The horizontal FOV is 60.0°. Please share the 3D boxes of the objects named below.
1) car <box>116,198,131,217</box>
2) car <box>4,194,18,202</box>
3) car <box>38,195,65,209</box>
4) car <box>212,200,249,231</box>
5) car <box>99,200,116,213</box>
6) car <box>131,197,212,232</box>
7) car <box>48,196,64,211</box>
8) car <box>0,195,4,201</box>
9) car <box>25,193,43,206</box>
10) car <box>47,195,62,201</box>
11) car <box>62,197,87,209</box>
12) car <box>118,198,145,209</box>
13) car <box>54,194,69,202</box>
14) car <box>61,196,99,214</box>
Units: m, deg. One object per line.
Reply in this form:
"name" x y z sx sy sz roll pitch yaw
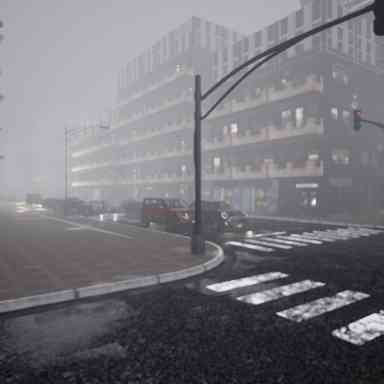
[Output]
"car" -4.189 1.452 28.105 2.033 1.411 5.357 0 0 -36
"car" -37.915 1.398 70.279 1.802 1.307 4.206 0 0 -36
"car" -17.983 1.422 42.752 1.947 1.339 4.313 0 0 -36
"car" 1.384 1.287 20.337 2.097 1.767 4.553 0 0 -34
"car" -9.835 1.480 35.920 1.895 1.301 4.718 0 0 -36
"car" -1.371 1.250 19.809 2.192 1.841 5.009 0 0 -36
"car" -14.660 1.437 38.163 1.947 1.339 4.313 0 0 -36
"car" -41.238 1.255 74.866 1.967 1.590 4.097 0 0 -36
"car" -24.626 1.148 51.926 2.192 1.841 5.009 0 0 -36
"car" -31.126 1.354 75.192 2.008 1.369 4.403 0 0 -36
"car" -15.636 1.379 44.004 1.812 1.442 4.674 0 0 -36
"car" -7.872 1.440 43.078 1.802 1.307 4.206 0 0 -36
"car" -27.805 1.244 70.605 1.967 1.590 4.097 0 0 -36
"car" -11.337 1.430 33.574 1.887 1.381 4.507 0 0 -36
